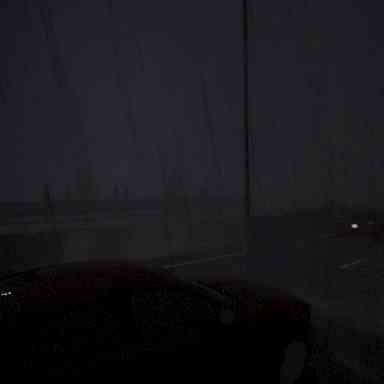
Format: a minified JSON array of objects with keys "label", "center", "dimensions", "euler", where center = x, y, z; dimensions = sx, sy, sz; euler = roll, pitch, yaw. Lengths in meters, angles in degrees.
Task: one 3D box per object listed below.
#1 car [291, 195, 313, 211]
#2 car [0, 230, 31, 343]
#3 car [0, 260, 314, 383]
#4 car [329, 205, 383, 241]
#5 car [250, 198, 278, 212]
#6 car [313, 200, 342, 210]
[{"label":"car","center":[13.073,1.461,39.167],"dimensions":[1.837,1.490,4.892],"euler":[0,0,31]},{"label":"car","center":[-5.070,1.535,4.600],"dimensions":[4.892,1.490,1.837],"euler":[-1,0,-34]},{"label":"car","center":[-0.752,1.479,3.433],"dimensions":[5.008,1.535,1.882],"euler":[0,0,-37]},{"label":"car","center":[8.714,1.498,16.386],"dimensions":[1.994,1.385,4.181],"euler":[0,0,44]},{"label":"car","center":[8.391,1.459,38.357],"dimensions":[1.882,1.535,5.008],"euler":[0,0,33]},{"label":"car","center":[14.491,1.495,34.942],"dimensions":[1.994,1.385,4.181],"euler":[0,0,33]}]
